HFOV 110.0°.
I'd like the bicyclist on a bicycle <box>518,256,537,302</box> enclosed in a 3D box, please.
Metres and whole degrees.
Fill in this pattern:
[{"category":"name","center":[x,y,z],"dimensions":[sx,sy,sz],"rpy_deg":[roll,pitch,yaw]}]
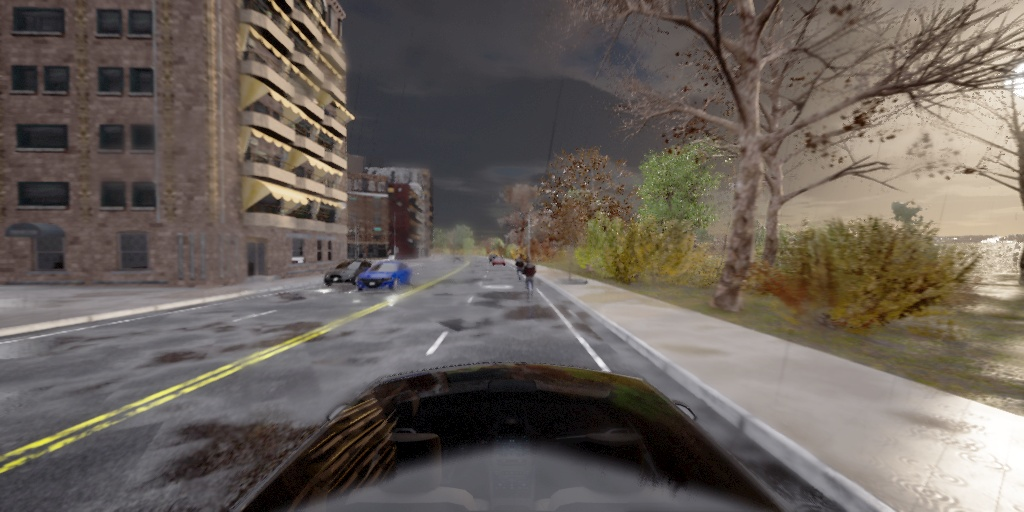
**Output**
[{"category":"bicyclist on a bicycle","center":[0.743,0.979,15.139],"dimensions":[0.659,1.776,1.843],"rpy_deg":[0,1,-1]}]

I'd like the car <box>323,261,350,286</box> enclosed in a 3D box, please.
[{"category":"car","center":[-10.205,1.050,23.003],"dimensions":[1.837,1.490,4.892],"rpy_deg":[0,1,-2]}]

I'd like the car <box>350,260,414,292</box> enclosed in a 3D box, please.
[{"category":"car","center":[-6.868,1.049,19.927],"dimensions":[1.882,1.535,5.008],"rpy_deg":[0,1,-2]}]

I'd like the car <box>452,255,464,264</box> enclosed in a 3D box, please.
[{"category":"car","center":[-9.149,0.478,61.570],"dimensions":[2.033,1.411,5.357],"rpy_deg":[0,1,-5]}]

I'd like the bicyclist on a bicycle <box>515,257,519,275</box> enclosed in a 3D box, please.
[{"category":"bicyclist on a bicycle","center":[0.502,0.884,24.212],"dimensions":[0.659,1.776,1.843],"rpy_deg":[0,1,-2]}]

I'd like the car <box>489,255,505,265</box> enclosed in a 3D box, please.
[{"category":"car","center":[-2.143,0.735,56.578],"dimensions":[1.994,1.385,4.181],"rpy_deg":[0,1,-4]}]
